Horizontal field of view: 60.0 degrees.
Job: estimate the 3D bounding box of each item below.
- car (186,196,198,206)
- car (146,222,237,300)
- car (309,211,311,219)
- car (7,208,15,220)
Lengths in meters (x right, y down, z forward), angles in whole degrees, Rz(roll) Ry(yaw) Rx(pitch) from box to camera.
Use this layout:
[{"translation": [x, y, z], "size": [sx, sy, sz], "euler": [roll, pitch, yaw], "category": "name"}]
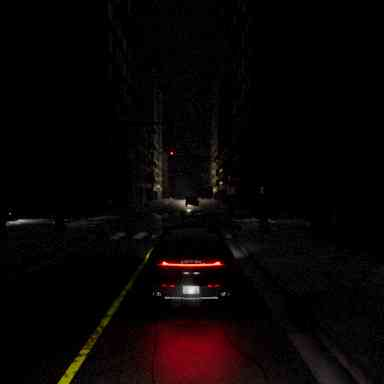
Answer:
[{"translation": [0.005, 1.429, 55.794], "size": [2.097, 1.767, 4.553], "euler": [0, 0, 0], "category": "car"}, {"translation": [-0.016, 1.505, 8.371], "size": [1.837, 1.490, 4.892], "euler": [0, 0, 0], "category": "car"}, {"translation": [12.301, 1.720, 27.523], "size": [5.008, 1.535, 1.882], "euler": [1, 0, -1], "category": "car"}, {"translation": [-15.165, 1.384, 24.053], "size": [4.181, 1.385, 1.994], "euler": [1, 0, -1], "category": "car"}]
